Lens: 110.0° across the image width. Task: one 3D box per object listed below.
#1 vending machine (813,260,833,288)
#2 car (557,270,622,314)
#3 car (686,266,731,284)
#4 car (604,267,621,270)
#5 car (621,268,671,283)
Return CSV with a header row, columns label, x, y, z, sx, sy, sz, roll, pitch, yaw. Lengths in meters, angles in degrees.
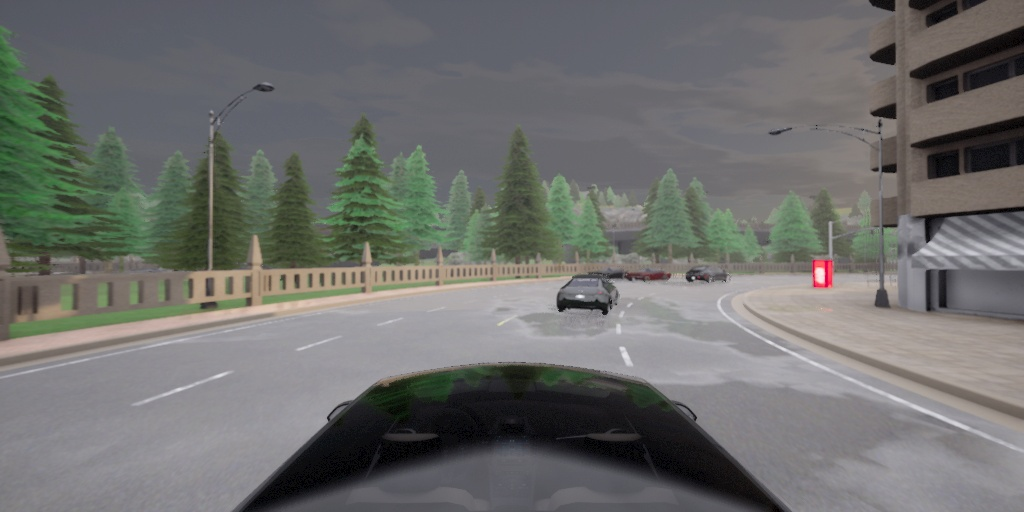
label,x,y,z,sx,sy,sz,roll,pitch,yaw
vending machine,21.126,1.244,24.370,0.880,2.100,1.100,0,0,-34
car,3.235,1.468,14.876,1.994,1.385,4.181,0,-1,22
car,17.259,1.625,31.469,4.892,1.490,1.837,0,-1,-34
car,9.302,1.739,34.602,4.718,1.301,1.895,1,-1,-38
car,12.355,1.723,32.585,4.718,1.301,1.895,1,-1,-37
